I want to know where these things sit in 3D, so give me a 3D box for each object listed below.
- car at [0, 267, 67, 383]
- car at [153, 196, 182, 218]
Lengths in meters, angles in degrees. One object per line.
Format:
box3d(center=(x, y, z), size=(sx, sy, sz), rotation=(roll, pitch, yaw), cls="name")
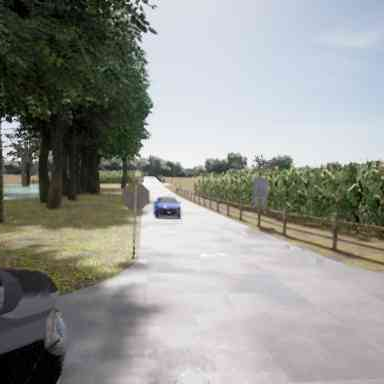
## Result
box3d(center=(-3.446, 1.320, 2.232), size=(4.892, 1.490, 1.837), rotation=(0, 9, -34), cls="car")
box3d(center=(-1.924, 1.069, 25.399), size=(1.882, 1.535, 5.008), rotation=(2, 1, -8), cls="car")
